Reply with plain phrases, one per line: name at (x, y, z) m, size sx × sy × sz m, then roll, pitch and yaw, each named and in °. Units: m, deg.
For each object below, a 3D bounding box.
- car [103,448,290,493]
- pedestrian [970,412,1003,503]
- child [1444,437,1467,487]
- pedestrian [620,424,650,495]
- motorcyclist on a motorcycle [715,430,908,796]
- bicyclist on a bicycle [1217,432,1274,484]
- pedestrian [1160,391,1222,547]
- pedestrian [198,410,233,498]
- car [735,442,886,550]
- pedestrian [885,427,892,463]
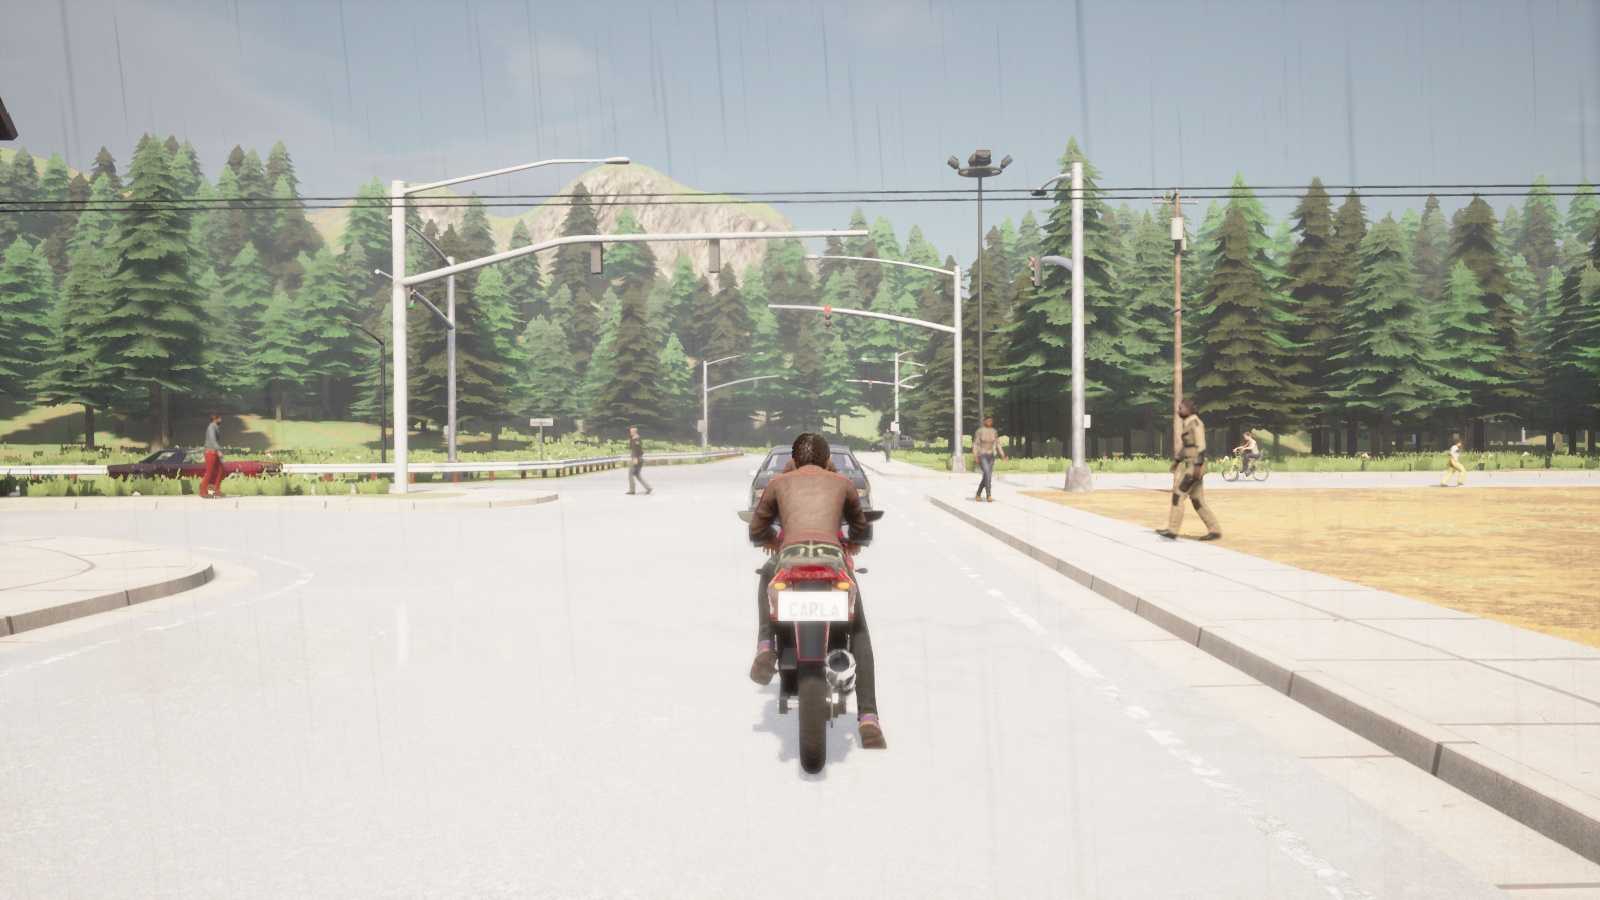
car at (-18.042, 0.596, 37.681) m, size 4.718 × 1.301 × 1.895 m, roll 0°, pitch 1°, yaw 1°
pedestrian at (3.775, 0.143, 25.410) m, size 0.328 × 1.805 × 0.869 m, roll 0°, pitch 1°, yaw -16°
child at (16.499, 0.300, 31.626) m, size 0.437 × 1.263 × 0.270 m, roll 0°, pitch 1°, yaw -1°
pedestrian at (-4.327, 0.249, 32.920) m, size 0.720 × 1.854 × 0.376 m, roll 0°, pitch 1°, yaw -2°
motorcyclist on a motorcycle at (0.057, 0.671, 6.254) m, size 0.797 × 1.523 × 2.044 m, roll 0°, pitch 1°, yaw 0°
bicyclist on a bicycle at (14.296, 0.246, 40.334) m, size 1.509 × 1.612 × 0.866 m, roll -1°, pitch 1°, yaw 1°
pedestrian at (4.912, 0.233, 15.799) m, size 0.692 × 1.930 × 0.396 m, roll 0°, pitch 1°, yaw 8°
pedestrian at (-12.401, 0.088, 26.644) m, size 0.614 × 1.847 × 0.353 m, roll 0°, pitch 1°, yaw -18°
car at (0.165, 0.601, 19.547) m, size 2.033 × 1.411 × 5.357 m, roll 0°, pitch 1°, yaw 1°
pedestrian at (4.543, -0.249, 64.808) m, size 0.353 × 1.847 × 0.614 m, roll 0°, pitch 1°, yaw 4°
